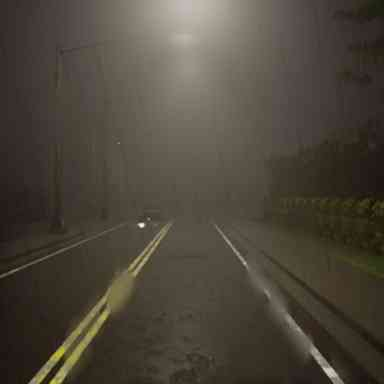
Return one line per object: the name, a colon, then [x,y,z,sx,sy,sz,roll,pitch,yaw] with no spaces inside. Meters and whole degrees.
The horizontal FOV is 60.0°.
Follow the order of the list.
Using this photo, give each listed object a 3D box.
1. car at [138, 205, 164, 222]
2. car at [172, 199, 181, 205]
car: [-3.517,1.831,29.753,2.033,1.411,5.357,0,-1,0]
car: [-3.541,2.320,76.436,1.895,1.301,4.718,0,-1,0]
